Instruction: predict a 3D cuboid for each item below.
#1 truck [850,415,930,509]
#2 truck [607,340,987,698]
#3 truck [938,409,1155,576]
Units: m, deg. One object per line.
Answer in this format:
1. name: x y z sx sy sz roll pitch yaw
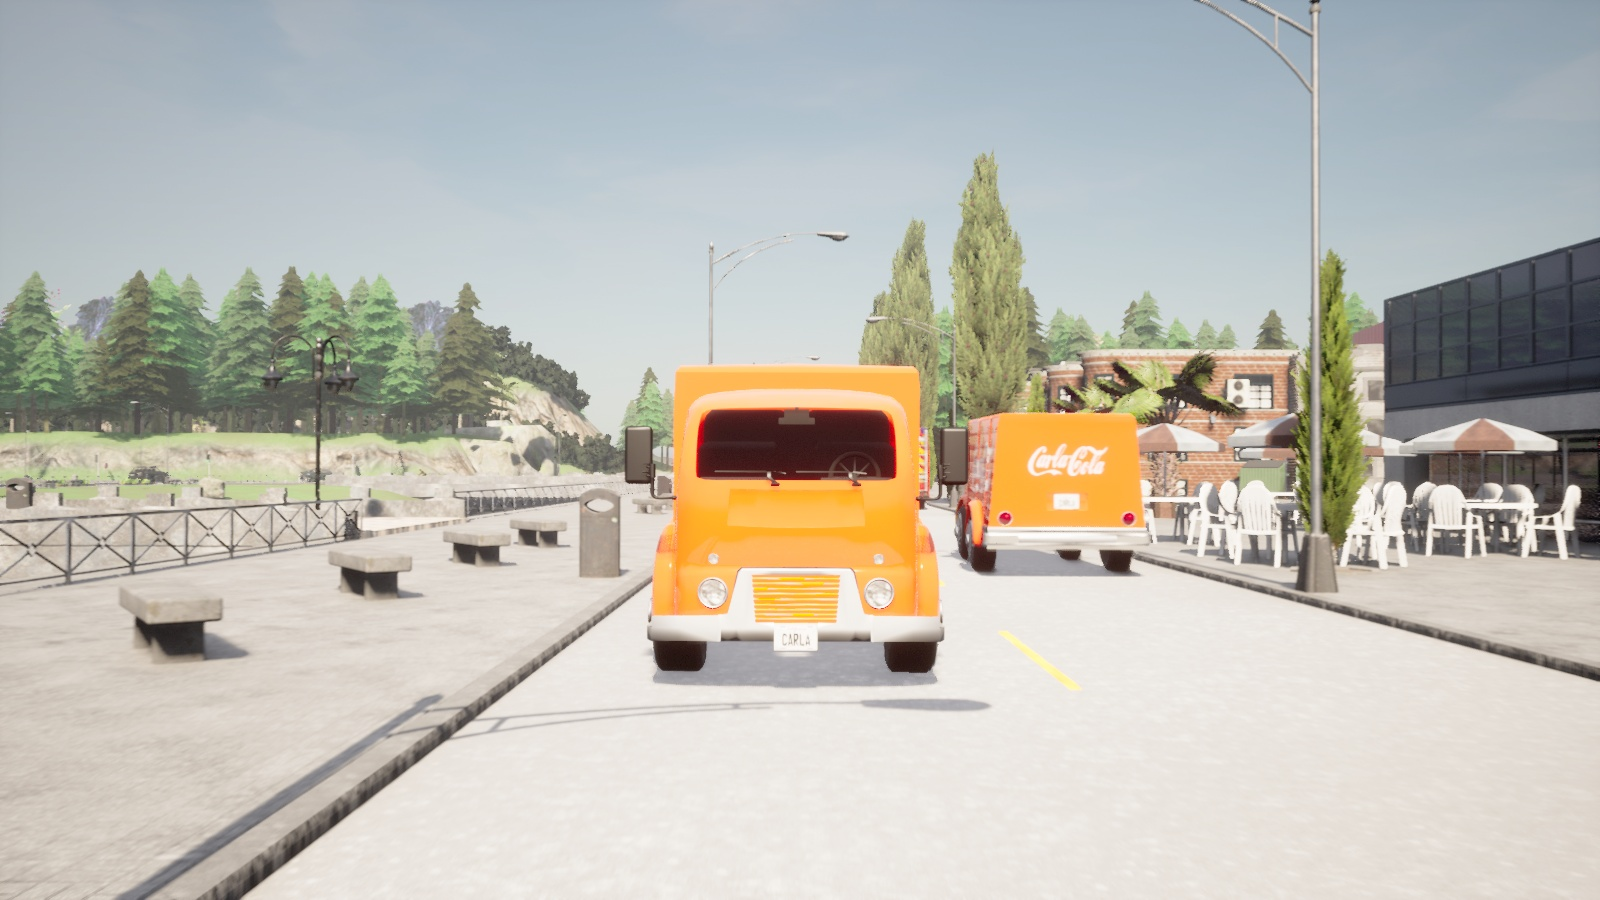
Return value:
1. truck: 3.850 0.568 55.756 2.891 3.827 8.468 0 -1 0
2. truck: -0.031 0.517 11.304 2.627 2.467 5.204 0 -1 0
3. truck: 3.942 0.668 21.231 2.627 2.467 5.204 0 -1 0
